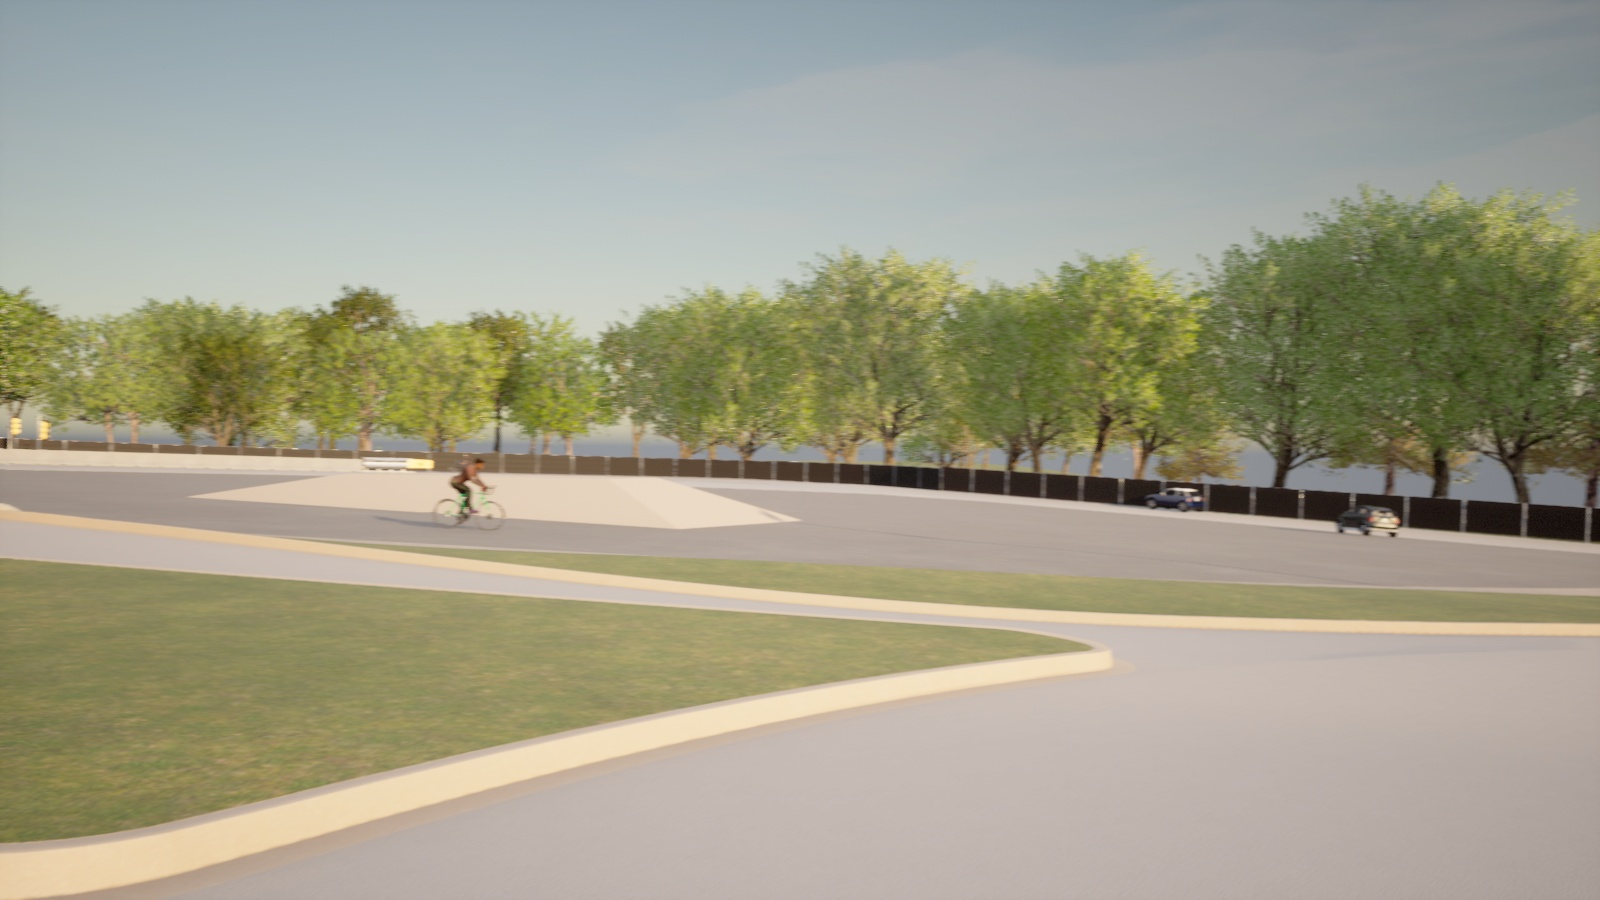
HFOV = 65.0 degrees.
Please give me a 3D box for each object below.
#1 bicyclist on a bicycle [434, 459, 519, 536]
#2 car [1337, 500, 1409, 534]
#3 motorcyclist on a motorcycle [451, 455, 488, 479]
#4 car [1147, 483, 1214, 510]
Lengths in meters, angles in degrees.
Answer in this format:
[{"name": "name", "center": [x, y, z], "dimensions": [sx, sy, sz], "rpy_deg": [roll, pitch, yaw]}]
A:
[{"name": "bicyclist on a bicycle", "center": [-7.187, 1.050, 27.945], "dimensions": [1.656, 1.620, 0.582], "rpy_deg": [3, -1, 7]}, {"name": "car", "center": [29.477, 3.433, 64.716], "dimensions": [1.789, 1.549, 3.705], "rpy_deg": [4, -2, -4]}, {"name": "motorcyclist on a motorcycle", "center": [-23.338, 1.205, 88.727], "dimensions": [2.350, 1.649, 0.766], "rpy_deg": [2, 0, -35]}, {"name": "car", "center": [25.356, 3.080, 83.699], "dimensions": [1.970, 1.475, 3.806], "rpy_deg": [0, 2, -35]}]
